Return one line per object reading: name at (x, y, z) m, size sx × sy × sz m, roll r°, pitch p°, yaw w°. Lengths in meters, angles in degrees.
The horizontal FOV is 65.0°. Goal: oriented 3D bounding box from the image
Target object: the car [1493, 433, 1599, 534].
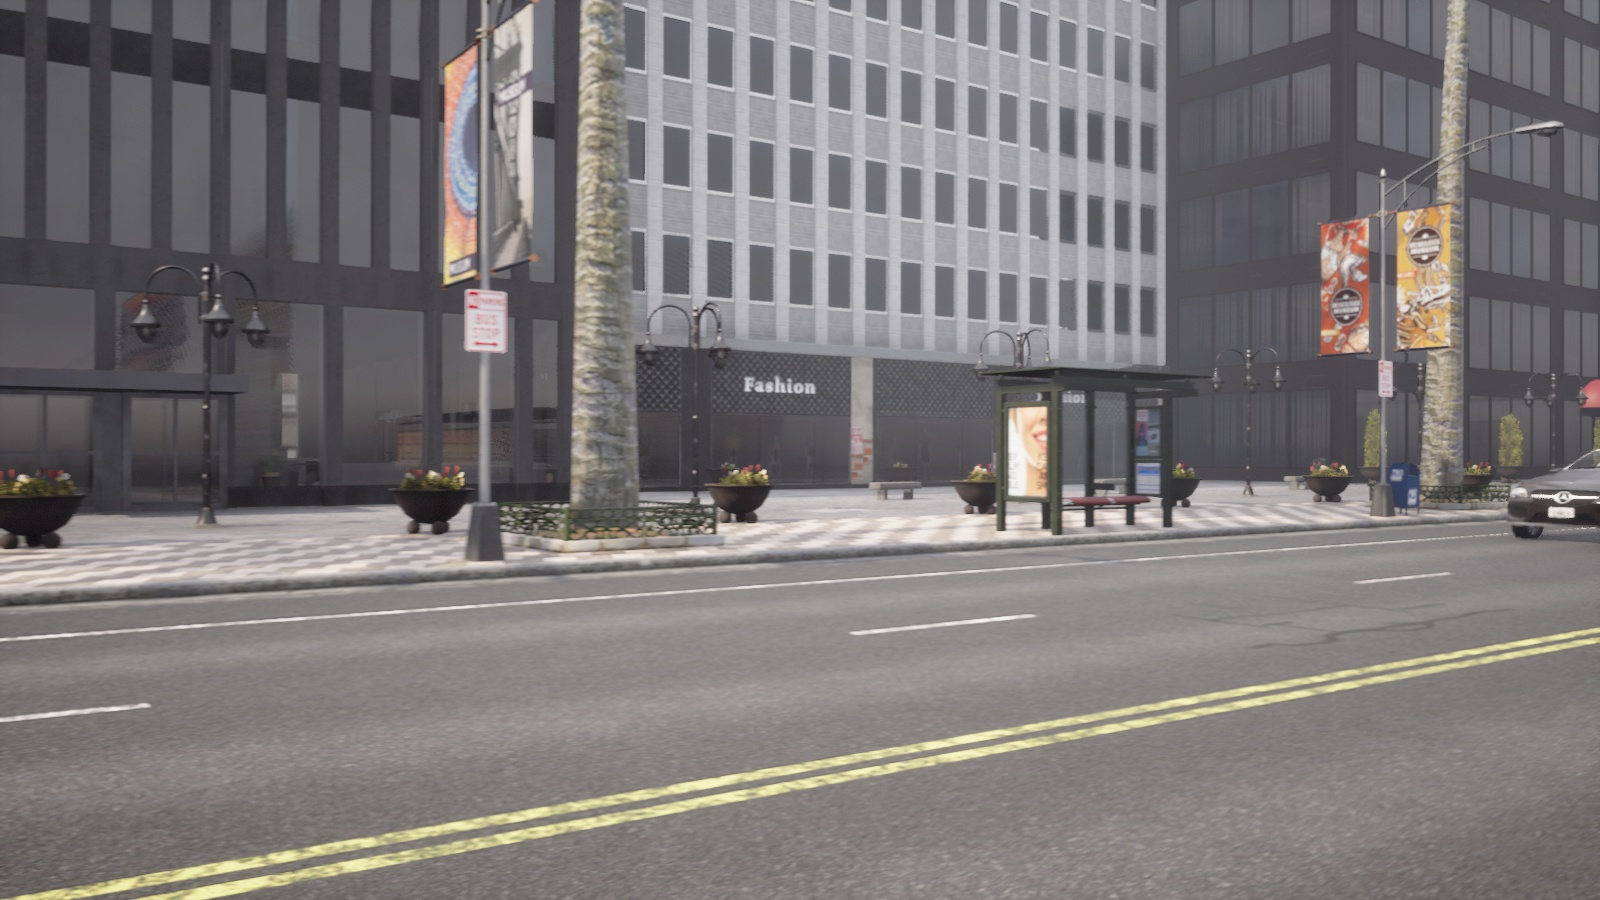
car at (14.834, 0.547, 22.507) m, size 5.027 × 1.651 × 2.152 m, roll 0°, pitch 0°, yaw -34°
